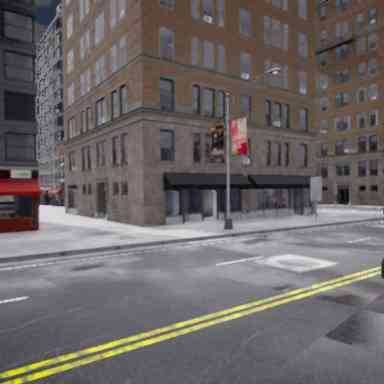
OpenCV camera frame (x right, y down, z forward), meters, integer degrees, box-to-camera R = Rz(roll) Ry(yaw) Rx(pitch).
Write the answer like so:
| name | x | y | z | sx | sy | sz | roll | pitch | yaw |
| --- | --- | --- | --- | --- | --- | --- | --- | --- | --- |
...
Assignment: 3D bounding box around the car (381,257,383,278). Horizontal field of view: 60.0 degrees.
| name | x | y | z | sx | sy | sz | roll | pitch | yaw |
| --- | --- | --- | --- | --- | --- | --- | --- | --- | --- |
| car | 6.392 | 1.503 | 8.003 | 4.181 | 1.385 | 1.994 | 0 | 0 | -36 |
